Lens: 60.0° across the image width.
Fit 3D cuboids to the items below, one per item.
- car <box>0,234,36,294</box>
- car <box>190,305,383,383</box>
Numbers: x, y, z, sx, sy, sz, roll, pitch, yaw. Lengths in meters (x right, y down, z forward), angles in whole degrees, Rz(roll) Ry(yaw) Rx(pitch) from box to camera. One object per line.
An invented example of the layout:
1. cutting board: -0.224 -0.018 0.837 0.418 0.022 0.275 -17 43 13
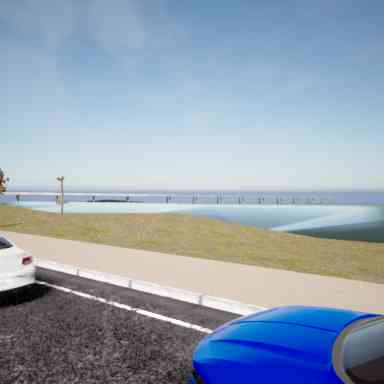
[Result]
1. car: -5.388 1.528 7.547 4.674 1.442 1.812 0 0 35
2. car: 2.257 1.477 2.072 5.008 1.535 1.882 0 0 36
